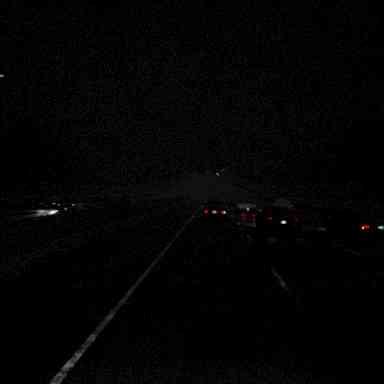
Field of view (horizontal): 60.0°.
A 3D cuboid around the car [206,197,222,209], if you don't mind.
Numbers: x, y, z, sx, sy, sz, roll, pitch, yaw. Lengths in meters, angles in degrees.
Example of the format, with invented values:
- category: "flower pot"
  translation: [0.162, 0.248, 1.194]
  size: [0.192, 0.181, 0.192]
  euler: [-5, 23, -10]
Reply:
- category: "car"
  translation: [2.967, 1.429, 43.867]
  size: [1.994, 1.385, 4.181]
  euler: [1, 0, 4]

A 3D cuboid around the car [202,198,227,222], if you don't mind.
- category: "car"
  translation: [1.741, 1.438, 25.647]
  size: [2.033, 1.411, 5.357]
  euler: [1, 0, 4]

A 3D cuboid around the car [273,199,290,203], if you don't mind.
- category: "car"
  translation: [9.415, 1.476, 35.300]
  size: [1.812, 1.442, 4.674]
  euler: [1, 0, 4]

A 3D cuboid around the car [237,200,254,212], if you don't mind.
- category: "car"
  translation: [6.025, 1.509, 37.069]
  size: [1.895, 1.301, 4.718]
  euler: [1, 0, 4]

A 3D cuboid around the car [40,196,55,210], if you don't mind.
- category: "car"
  translation: [-15.194, 1.195, 37.357]
  size: [1.812, 1.442, 4.674]
  euler: [1, 0, 4]

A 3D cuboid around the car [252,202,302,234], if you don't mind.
- category: "car"
  translation: [4.799, 1.514, 18.901]
  size: [1.994, 1.385, 4.181]
  euler: [1, 0, 4]

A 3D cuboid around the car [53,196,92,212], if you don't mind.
- category: "car"
  translation: [-11.919, 1.315, 33.999]
  size: [1.895, 1.301, 4.718]
  euler: [1, 0, 4]

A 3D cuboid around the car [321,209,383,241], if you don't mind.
- category: "car"
  translation: [8.149, 1.546, 16.554]
  size: [2.033, 1.411, 5.357]
  euler: [1, 0, 4]

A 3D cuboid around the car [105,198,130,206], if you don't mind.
- category: "car"
  translation: [-8.204, 1.312, 37.013]
  size: [1.994, 1.385, 4.181]
  euler: [1, 0, 4]
